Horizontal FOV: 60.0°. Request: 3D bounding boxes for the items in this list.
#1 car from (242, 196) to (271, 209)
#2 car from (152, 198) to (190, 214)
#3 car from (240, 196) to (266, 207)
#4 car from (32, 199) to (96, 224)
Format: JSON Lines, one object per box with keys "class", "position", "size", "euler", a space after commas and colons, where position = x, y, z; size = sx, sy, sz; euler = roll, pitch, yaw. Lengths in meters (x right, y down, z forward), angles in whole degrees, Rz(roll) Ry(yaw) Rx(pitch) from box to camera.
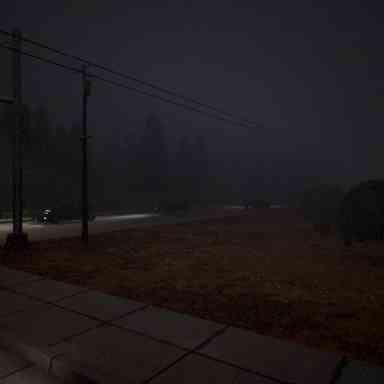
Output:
{"class": "car", "position": [8.468, 1.469, 42.997], "size": [1.895, 1.301, 4.718], "euler": [0, 0, 37]}
{"class": "car", "position": [-2.160, 1.434, 34.868], "size": [2.128, 1.511, 4.902], "euler": [0, 0, 37]}
{"class": "car", "position": [9.270, 1.322, 50.141], "size": [1.882, 1.535, 5.008], "euler": [0, 0, 37]}
{"class": "car", "position": [-9.521, 1.359, 24.942], "size": [2.097, 1.767, 4.553], "euler": [0, 0, 37]}
